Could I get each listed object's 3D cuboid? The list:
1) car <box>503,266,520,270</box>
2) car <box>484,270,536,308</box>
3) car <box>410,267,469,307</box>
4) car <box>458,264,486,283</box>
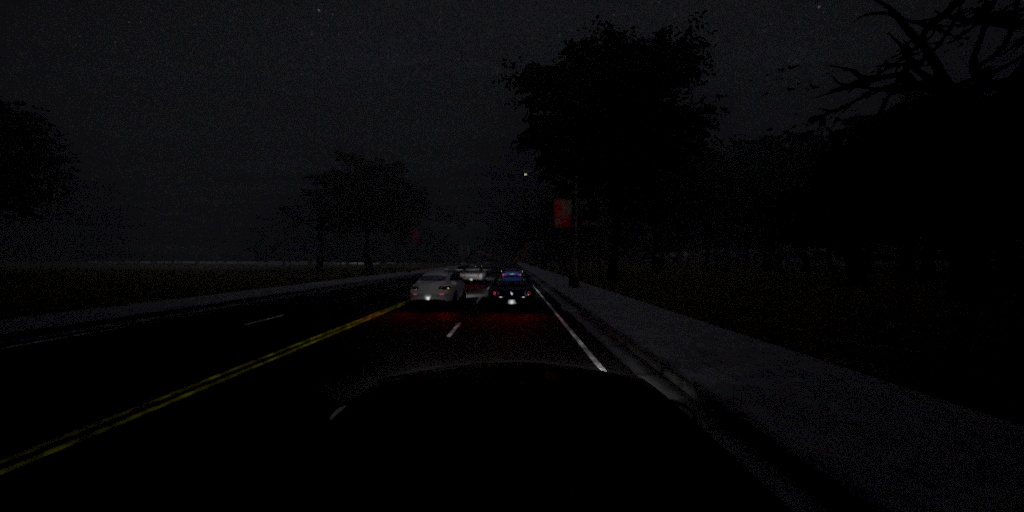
[{"bbox_3d":[-0.017,1.576,30.843,2.033,1.411,5.357,0,-1,0],"label":"car"},{"bbox_3d":[-0.006,1.485,15.961,1.895,1.301,4.718,0,-1,0],"label":"car"},{"bbox_3d":[-3.253,1.413,16.220,1.812,1.442,4.674,0,0,0],"label":"car"},{"bbox_3d":[-3.266,1.630,30.956,1.895,1.301,4.718,0,-1,0],"label":"car"}]
